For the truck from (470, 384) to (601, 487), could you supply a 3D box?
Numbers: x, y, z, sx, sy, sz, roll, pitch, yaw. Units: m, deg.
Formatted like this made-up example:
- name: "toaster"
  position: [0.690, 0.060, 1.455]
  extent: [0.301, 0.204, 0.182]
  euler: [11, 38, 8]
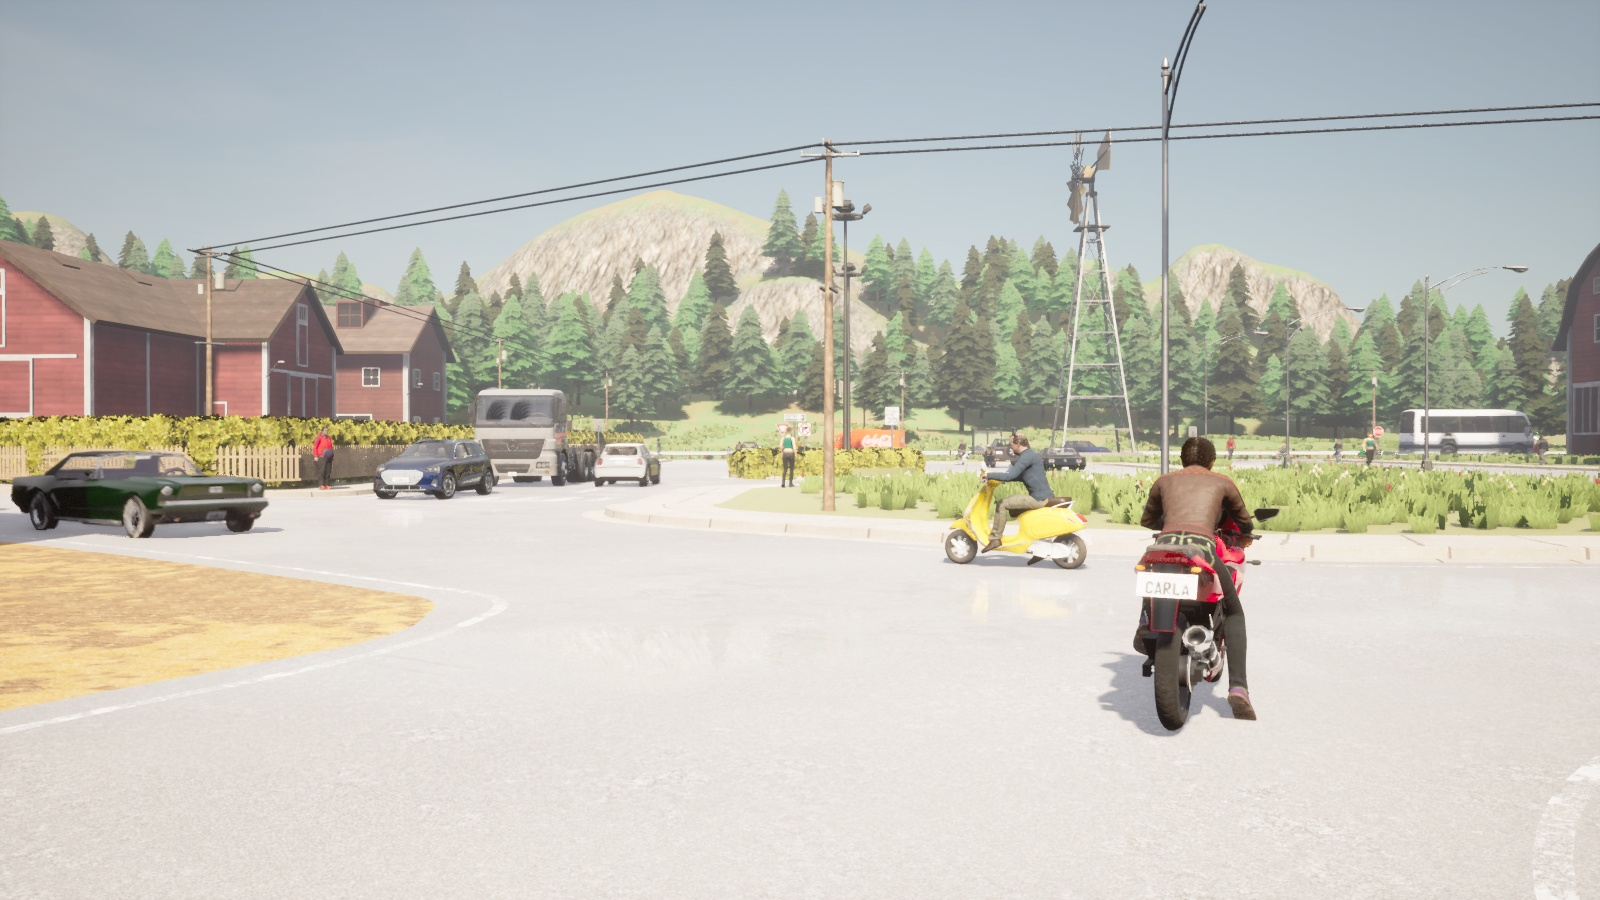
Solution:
- name: "truck"
  position: [-9.491, -0.503, 46.018]
  extent: [2.891, 3.462, 7.936]
  euler: [0, 0, 2]

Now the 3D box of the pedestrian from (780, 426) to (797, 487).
- name: "pedestrian"
  position: [-0.339, 0.188, 37.772]
  extent: [0.345, 1.836, 0.594]
  euler: [0, 0, 15]

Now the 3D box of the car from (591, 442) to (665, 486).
- name: "car"
  position: [-6.044, 0.456, 44.469]
  extent: [1.970, 1.475, 3.806]
  euler: [0, 0, 2]

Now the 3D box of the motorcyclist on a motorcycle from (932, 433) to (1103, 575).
- name: "motorcyclist on a motorcycle"
  position: [2.569, 0.598, 14.846]
  extent: [1.817, 1.590, 0.866]
  euler: [0, 1, 27]

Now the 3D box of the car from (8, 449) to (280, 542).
- name: "car"
  position: [-10.656, 0.653, 20.290]
  extent: [4.718, 1.301, 1.895]
  euler: [1, 1, 34]

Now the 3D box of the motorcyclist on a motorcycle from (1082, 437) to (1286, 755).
- name: "motorcyclist on a motorcycle"
  position: [2.227, 0.687, 7.090]
  extent: [0.797, 1.523, 2.044]
  euler: [0, 1, 26]

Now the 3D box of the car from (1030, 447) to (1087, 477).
- name: "car"
  position: [11.788, 0.532, 57.525]
  extent: [1.895, 1.301, 4.718]
  euler: [0, 0, 3]

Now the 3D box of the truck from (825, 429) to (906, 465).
- name: "truck"
  position: [4.599, -0.225, 87.925]
  extent: [5.204, 2.467, 2.627]
  euler: [1, 0, 16]

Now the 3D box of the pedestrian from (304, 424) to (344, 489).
- name: "pedestrian"
  position: [-13.675, 0.187, 36.090]
  extent: [0.899, 1.844, 0.634]
  euler: [0, 0, 28]

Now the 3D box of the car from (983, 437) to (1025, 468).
- name: "car"
  position: [12.314, 0.144, 76.015]
  extent: [1.932, 1.855, 4.605]
  euler: [0, 0, 2]

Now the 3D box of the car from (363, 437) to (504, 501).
- name: "car"
  position: [-10.056, 0.470, 34.895]
  extent: [2.033, 1.649, 4.856]
  euler: [0, 0, 7]

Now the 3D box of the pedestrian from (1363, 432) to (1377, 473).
- name: "pedestrian"
  position: [25.182, 0.109, 55.467]
  extent: [0.345, 1.836, 0.594]
  euler: [0, 0, -1]

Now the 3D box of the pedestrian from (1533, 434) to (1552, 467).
- name: "pedestrian"
  position: [43.031, 0.025, 72.794]
  extent: [0.563, 1.883, 0.849]
  euler: [0, 0, -2]
